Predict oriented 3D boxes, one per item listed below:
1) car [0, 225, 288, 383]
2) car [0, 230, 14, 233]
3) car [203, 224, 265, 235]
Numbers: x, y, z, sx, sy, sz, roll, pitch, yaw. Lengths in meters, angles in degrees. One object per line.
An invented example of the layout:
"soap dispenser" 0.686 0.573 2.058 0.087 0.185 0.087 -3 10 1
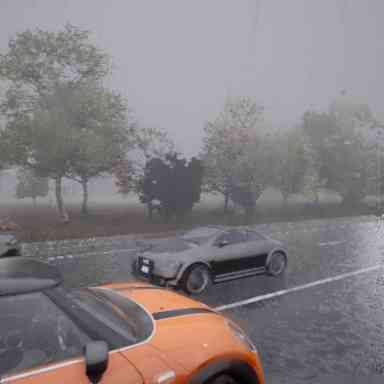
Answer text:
"car" -1.529 1.352 2.655 4.553 1.767 2.097 0 0 -35
"car" -6.742 1.491 7.782 4.902 1.511 2.128 0 0 -35
"car" 0.567 1.564 8.695 4.181 1.385 1.994 0 0 -35
